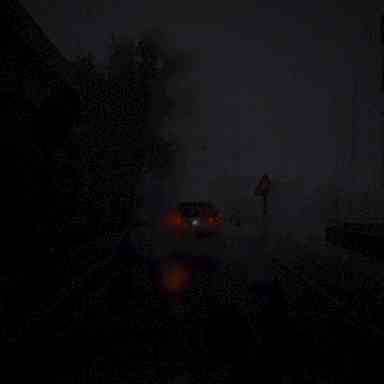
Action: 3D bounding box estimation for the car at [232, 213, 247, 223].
[{"bbox_3d":[7.846,4.974,64.386,2.185,1.767,4.553,7,-6,-30],"label":"car"}]

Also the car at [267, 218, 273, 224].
[{"bbox_3d":[13.676,5.720,65.619,1.946,1.575,5.366,8,-6,-30],"label":"car"}]

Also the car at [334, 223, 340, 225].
[{"bbox_3d":[28.500,7.244,68.115,1.946,1.575,5.366,8,-6,-29],"label":"car"}]

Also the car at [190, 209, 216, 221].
[{"bbox_3d":[1.993,4.396,63.317,2.435,2.045,5.566,3,-5,-30],"label":"car"}]

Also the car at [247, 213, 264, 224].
[{"bbox_3d":[10.843,5.159,64.939,2.435,2.045,5.566,8,-6,-30],"label":"car"}]

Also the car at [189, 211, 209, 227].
[{"bbox_3d":[0.775,2.721,34.102,1.882,1.535,5.008,0,-4,3],"label":"car"}]

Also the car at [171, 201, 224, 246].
[{"bbox_3d":[0.188,1.503,16.727,2.150,2.045,5.566,0,-2,1],"label":"car"}]

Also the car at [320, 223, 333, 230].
[{"bbox_3d":[25.619,6.976,67.469,2.002,1.452,4.674,8,-6,-29],"label":"car"}]

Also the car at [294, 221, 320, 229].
[{"bbox_3d":[22.648,6.670,66.965,2.002,1.452,4.674,8,-6,-29],"label":"car"}]

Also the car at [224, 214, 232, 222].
[{"bbox_3d":[4.873,4.707,63.896,2.185,1.767,4.553,5,-6,-31],"label":"car"}]
